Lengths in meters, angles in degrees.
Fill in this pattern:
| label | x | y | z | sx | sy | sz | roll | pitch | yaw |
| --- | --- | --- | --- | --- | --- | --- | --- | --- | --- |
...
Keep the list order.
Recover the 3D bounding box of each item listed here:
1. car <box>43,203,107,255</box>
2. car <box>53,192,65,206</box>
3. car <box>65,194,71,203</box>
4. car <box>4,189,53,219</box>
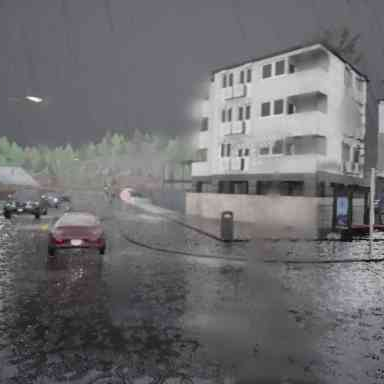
| label | x | y | z | sx | sy | sz | roll | pitch | yaw |
| --- | --- | --- | --- | --- | --- | --- | --- | --- | --- |
| car | -4.222 | 1.369 | 12.529 | 1.812 | 1.442 | 4.674 | 2 | 0 | -16 |
| car | -15.114 | 0.804 | 35.360 | 2.097 | 1.767 | 4.553 | 2 | 0 | -16 |
| car | -19.291 | 0.897 | 50.047 | 1.895 | 1.301 | 4.718 | 2 | 0 | -16 |
| car | -11.987 | 0.790 | 24.449 | 2.150 | 2.045 | 5.566 | 2 | 0 | -16 |
